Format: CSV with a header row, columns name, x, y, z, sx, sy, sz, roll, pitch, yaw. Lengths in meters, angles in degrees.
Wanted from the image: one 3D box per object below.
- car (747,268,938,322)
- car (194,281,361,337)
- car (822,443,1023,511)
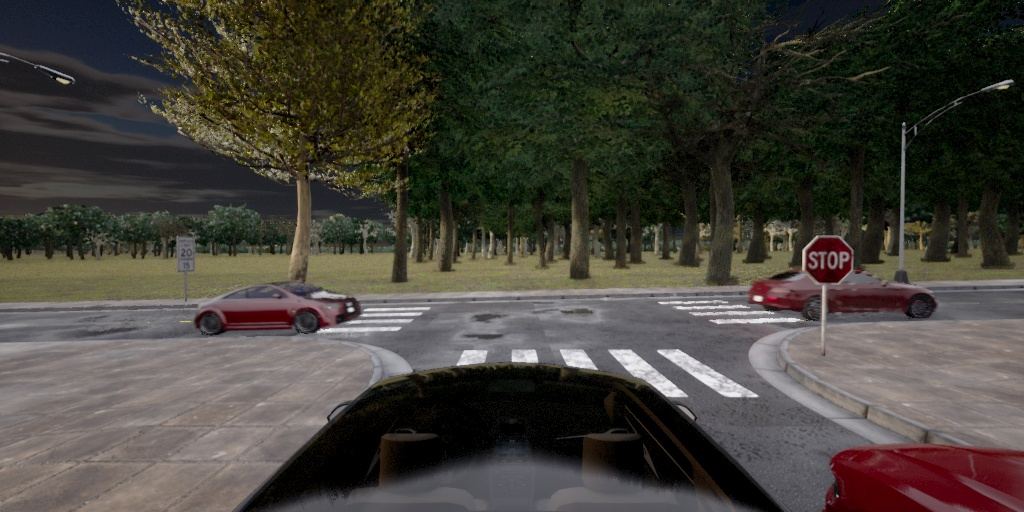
name,x,y,z,sx,sy,sz,roll,pitch,yaw
car,9.587,1.041,10.643,4.674,1.442,1.812,-1,1,0
car,-6.796,1.462,10.650,4.181,1.385,1.994,-1,1,0
car,2.635,1.296,0.202,1.888,1.381,4.507,0,0,0
